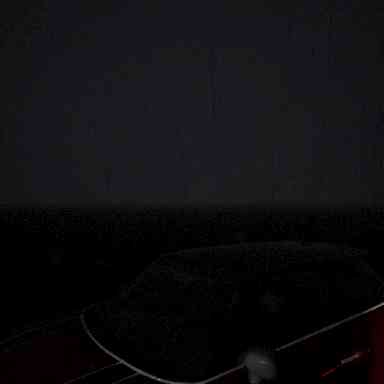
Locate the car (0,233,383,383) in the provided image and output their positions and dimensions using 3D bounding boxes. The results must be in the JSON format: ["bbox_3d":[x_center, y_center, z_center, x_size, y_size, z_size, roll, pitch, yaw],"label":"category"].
[{"bbox_3d":[0.233,1.361,3.113,4.553,1.767,2.097,0,0,-35],"label":"car"}]
